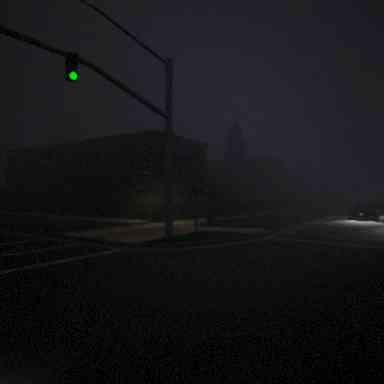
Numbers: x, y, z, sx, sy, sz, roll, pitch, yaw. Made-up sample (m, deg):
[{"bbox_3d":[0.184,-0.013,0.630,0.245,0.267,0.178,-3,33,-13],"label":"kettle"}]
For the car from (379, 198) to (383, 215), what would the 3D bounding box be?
[{"bbox_3d":[19.195,1.599,34.552,1.895,1.301,4.718,0,0,35],"label":"car"}]

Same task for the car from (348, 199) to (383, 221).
[{"bbox_3d":[14.215,1.562,27.431,1.994,1.385,4.181,0,0,34],"label":"car"}]

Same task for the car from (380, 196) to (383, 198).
[{"bbox_3d":[24.929,1.350,42.721,2.097,1.767,4.553,0,0,35],"label":"car"}]
